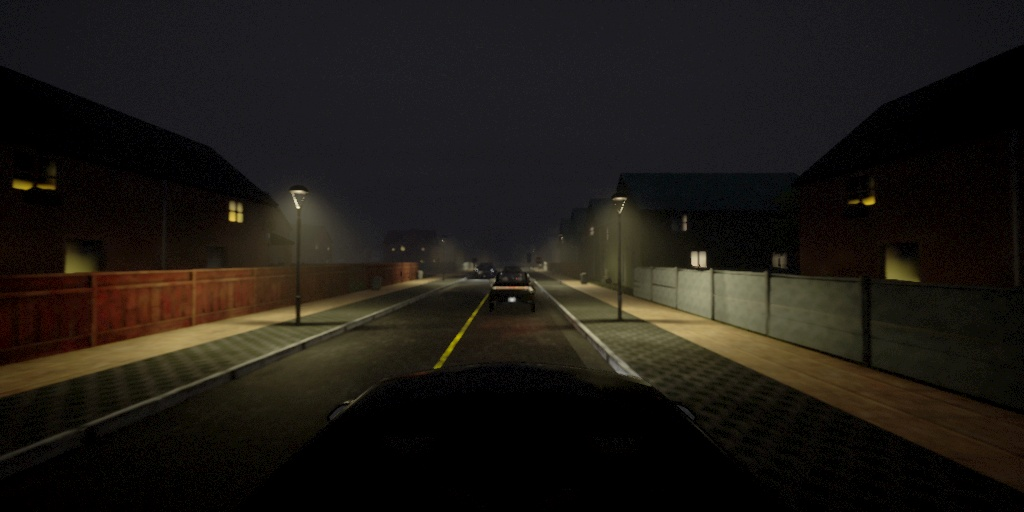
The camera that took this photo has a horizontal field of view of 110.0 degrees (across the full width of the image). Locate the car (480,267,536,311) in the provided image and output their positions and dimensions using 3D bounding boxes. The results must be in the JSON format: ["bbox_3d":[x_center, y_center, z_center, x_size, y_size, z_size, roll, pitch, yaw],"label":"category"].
[{"bbox_3d":[0.020,1.389,15.354,2.128,1.511,4.902,0,0,0],"label":"car"}]

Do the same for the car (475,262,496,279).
[{"bbox_3d":[-2.767,1.494,38.496,2.097,1.767,4.553,0,0,0],"label":"car"}]
